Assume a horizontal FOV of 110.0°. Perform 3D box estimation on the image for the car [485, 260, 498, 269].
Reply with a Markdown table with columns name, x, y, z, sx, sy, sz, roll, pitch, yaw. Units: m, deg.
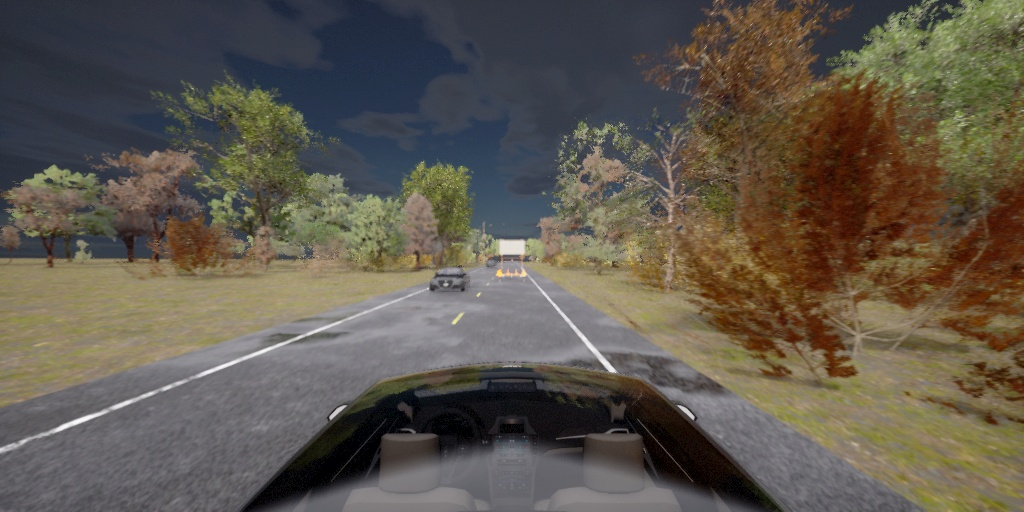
| name | x | y | z | sx | sy | sz | roll | pitch | yaw |
| --- | --- | --- | --- | --- | --- | --- | --- | --- | --- |
| car | -3.525 | 1.428 | 62.020 | 1.837 | 1.490 | 4.892 | 0 | 0 | 1 |

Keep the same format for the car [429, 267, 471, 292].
| name | x | y | z | sx | sy | sz | roll | pitch | yaw |
| --- | --- | --- | --- | --- | --- | --- | --- | --- | --- |
| car | -3.594 | 1.360 | 21.423 | 1.994 | 1.385 | 4.181 | 0 | 0 | 0 |

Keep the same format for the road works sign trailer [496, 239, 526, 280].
| name | x | y | z | sx | sy | sz | roll | pitch | yaw |
| --- | --- | --- | --- | --- | --- | --- | --- | --- | --- |
| road works sign trailer | 0.004 | 0.287 | 31.038 | 2.380 | 3.560 | 2.880 | 0 | 0 | 0 |
